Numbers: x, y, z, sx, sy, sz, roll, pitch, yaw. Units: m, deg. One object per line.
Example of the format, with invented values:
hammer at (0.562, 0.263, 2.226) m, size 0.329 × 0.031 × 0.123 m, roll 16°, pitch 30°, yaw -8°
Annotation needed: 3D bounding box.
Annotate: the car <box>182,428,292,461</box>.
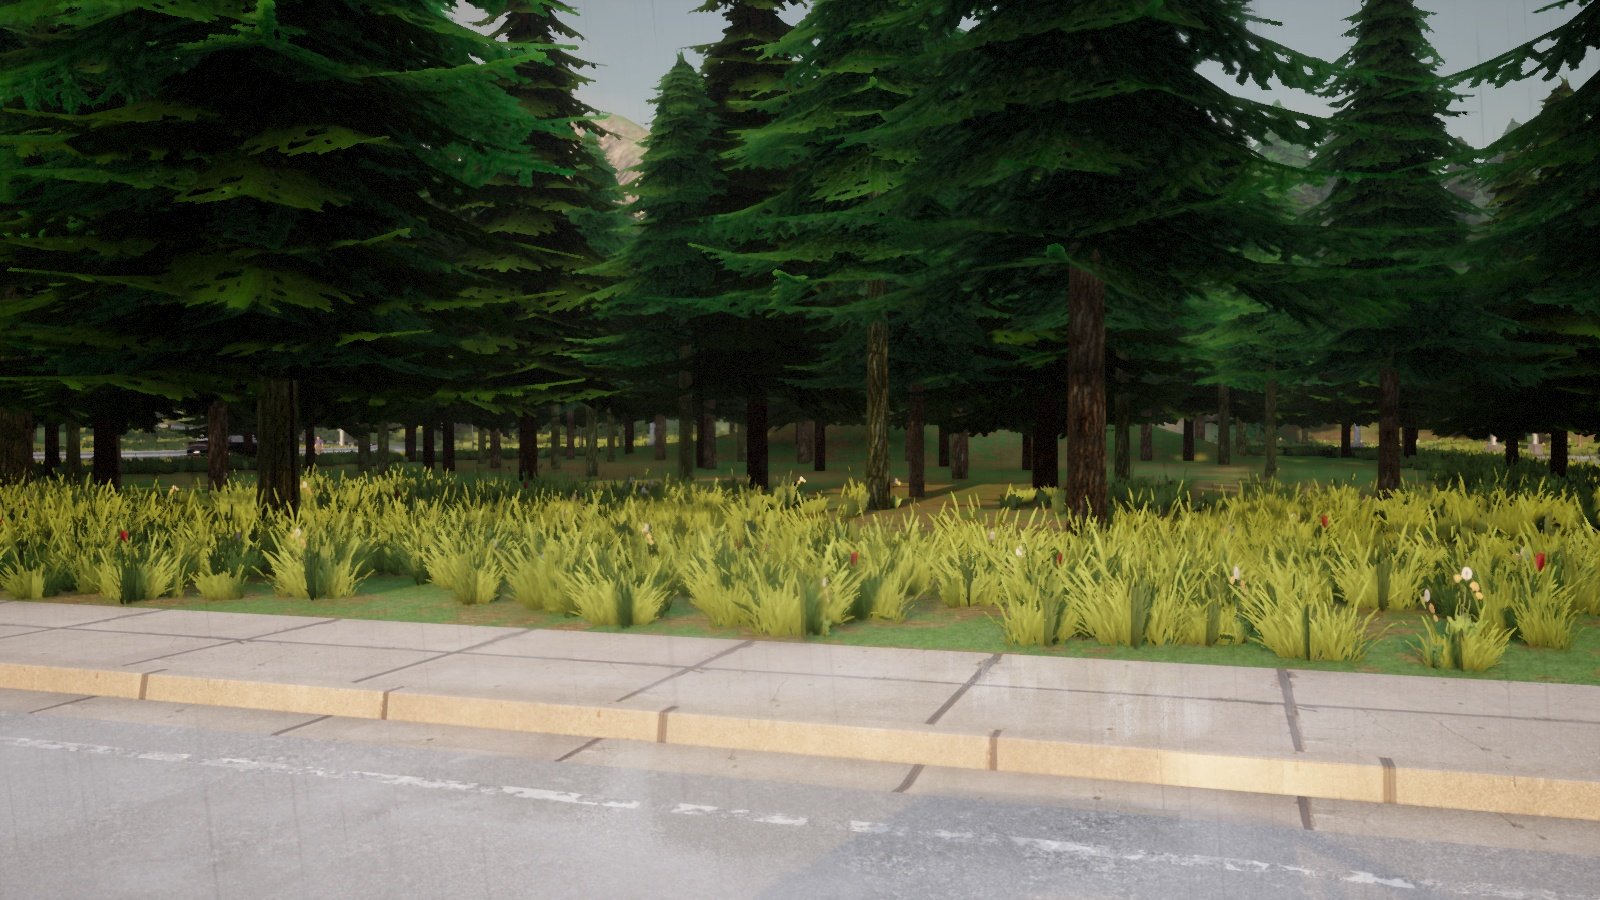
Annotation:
car at (-26.845, -0.285, 60.062) m, size 1.882 × 1.535 × 5.008 m, roll 1°, pitch 1°, yaw 20°
